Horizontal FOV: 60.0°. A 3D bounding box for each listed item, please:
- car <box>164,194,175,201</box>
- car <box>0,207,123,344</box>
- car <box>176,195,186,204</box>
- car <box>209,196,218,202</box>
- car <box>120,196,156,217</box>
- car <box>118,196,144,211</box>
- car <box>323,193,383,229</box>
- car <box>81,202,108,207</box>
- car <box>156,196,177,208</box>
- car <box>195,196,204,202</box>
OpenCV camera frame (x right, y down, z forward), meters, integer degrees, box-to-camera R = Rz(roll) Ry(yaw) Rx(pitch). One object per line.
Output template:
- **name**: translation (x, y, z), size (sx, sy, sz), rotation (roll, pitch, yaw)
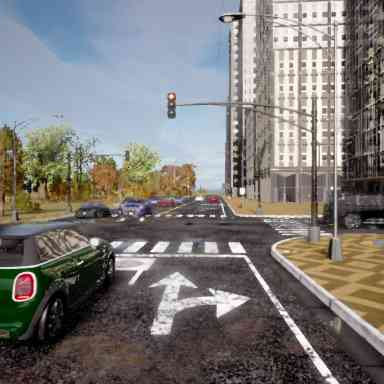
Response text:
- **car**: translation (-4.957, 1.170, 73.719), size (1.994, 1.385, 4.181), rotation (0, 0, 5)
- **car**: translation (-3.007, 1.351, 6.592), size (2.097, 1.767, 4.553), rotation (0, 0, 1)
- **car**: translation (-2.438, 1.349, 64.779), size (2.097, 1.767, 4.553), rotation (0, 0, 5)
- **car**: translation (4.862, 1.559, 74.132), size (1.994, 1.385, 4.181), rotation (0, 0, 5)
- **car**: translation (-5.149, 1.336, 31.285), size (2.097, 1.767, 4.553), rotation (0, 0, 4)
- **car**: translation (-7.567, 1.345, 41.897), size (2.097, 1.767, 4.553), rotation (0, 0, 5)
- **car**: translation (10.830, 1.102, 19.933), size (5.566, 2.045, 2.150), rotation (0, 0, 5)
- **car**: translation (-8.582, 1.552, 28.962), size (1.994, 1.385, 4.181), rotation (0, 0, 4)
- **car**: translation (-3.759, 1.593, 48.833), size (1.895, 1.301, 4.718), rotation (0, 0, 5)
- **car**: translation (1.754, 1.530, 76.116), size (1.812, 1.442, 4.674), rotation (0, 0, 5)
